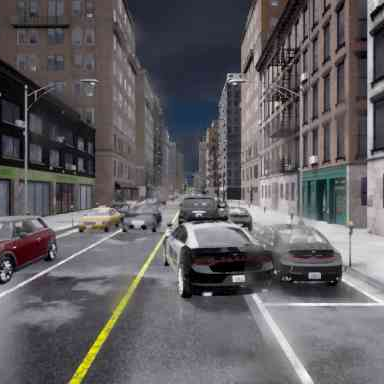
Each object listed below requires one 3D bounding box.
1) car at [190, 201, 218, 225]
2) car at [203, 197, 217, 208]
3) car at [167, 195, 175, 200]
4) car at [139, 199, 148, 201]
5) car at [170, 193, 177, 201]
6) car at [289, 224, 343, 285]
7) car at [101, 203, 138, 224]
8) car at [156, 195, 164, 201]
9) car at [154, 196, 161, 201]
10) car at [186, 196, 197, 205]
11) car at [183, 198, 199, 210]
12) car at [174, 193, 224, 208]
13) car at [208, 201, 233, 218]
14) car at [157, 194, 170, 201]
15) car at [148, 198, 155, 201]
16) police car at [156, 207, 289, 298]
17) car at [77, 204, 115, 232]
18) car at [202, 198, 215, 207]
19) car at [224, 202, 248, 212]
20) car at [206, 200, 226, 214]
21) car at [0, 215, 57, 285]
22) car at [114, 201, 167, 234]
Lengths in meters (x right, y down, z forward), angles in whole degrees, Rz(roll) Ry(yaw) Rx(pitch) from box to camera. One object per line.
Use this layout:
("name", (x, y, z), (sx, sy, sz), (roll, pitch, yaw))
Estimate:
("car", (0.768, 1.476, 24.806), (1.882, 1.535, 5.008), (0, 0, 0))
("car", (2.527, 1.515, 47.341), (1.752, 1.417, 4.829), (0, 0, 0))
("car", (-5.600, 1.502, 89.904), (1.887, 1.381, 4.507), (0, 0, 0))
("car", (-5.459, 1.523, 30.753), (1.752, 1.417, 4.829), (0, 0, 0))
("car", (-5.587, 1.513, 84.450), (2.008, 1.369, 4.403), (0, 0, 0))
("car", (2.617, 1.550, 9.282), (2.008, 1.369, 4.403), (0, 0, 0))
("car", (-5.447, 1.564, 25.510), (1.947, 1.339, 4.313), (0, 0, 0))
("car", (-5.498, 1.541, 47.161), (2.008, 1.369, 4.403), (0, 0, 0))
("car", (-5.485, 1.544, 41.748), (2.008, 1.369, 4.403), (0, 0, 0))
("car", (-0.140, 1.507, 59.349), (1.812, 1.442, 4.674), (0, 0, 0))
("car", (-0.095, 1.539, 45.325), (2.033, 1.411, 5.357), (0, 0, 0))
("car", (0.439, 1.221, 18.875), (2.150, 2.045, 5.566), (0, 0, 2))
("car", (2.566, 1.563, 30.933), (1.947, 1.339, 4.313), (0, 0, 0))
("car", (-5.524, 1.297, 57.986), (2.192, 1.841, 5.009), (0, 0, 0))
("car", (-5.472, 1.578, 36.336), (1.802, 1.307, 4.206), (0, 0, 0))
("police car", (0.362, 1.424, 8.790), (1.930, 1.638, 5.238), (0, 0, -12))
("car", (-5.433, 1.524, 19.927), (1.752, 1.417, 4.829), (0, 0, 0))
("car", (2.514, 1.568, 52.584), (1.802, 1.307, 4.206), (0, 0, 0))
("car", (2.591, 1.549, 20.107), (2.008, 1.369, 4.403), (0, 0, 0))
("car", (2.553, 1.562, 36.345), (1.947, 1.339, 4.313), (0, 0, 0))
("car", (-5.408, 1.440, 9.272), (1.967, 1.590, 4.097), (0, 0, 0))
("car", (-2.795, 1.490, 19.493), (2.128, 1.511, 4.902), (0, 0, 0))
